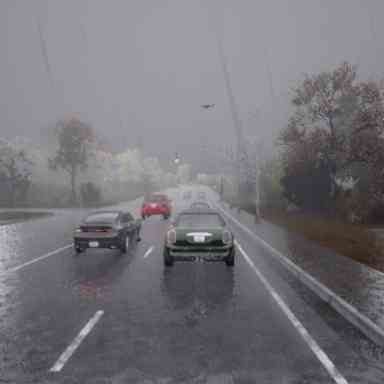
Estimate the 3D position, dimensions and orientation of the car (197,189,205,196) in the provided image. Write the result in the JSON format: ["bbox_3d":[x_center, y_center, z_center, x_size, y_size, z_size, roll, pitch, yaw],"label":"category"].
[{"bbox_3d":[2.496,0.115,92.220,2.097,1.767,4.553,0,3,2],"label":"car"}]

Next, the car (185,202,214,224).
[{"bbox_3d":[0.572,1.531,26.007,2.033,1.411,5.357,0,0,2],"label":"car"}]

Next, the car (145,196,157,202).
[{"bbox_3d":[-8.665,1.501,70.951,1.895,1.301,4.718,0,0,2],"label":"car"}]

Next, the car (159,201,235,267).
[{"bbox_3d":[0.243,1.345,11.578,2.097,1.767,4.553,0,0,1],"label":"car"}]

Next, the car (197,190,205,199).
[{"bbox_3d":[2.176,1.002,81.847,2.033,1.411,5.357,0,3,2],"label":"car"}]

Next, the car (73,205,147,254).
[{"bbox_3d":[-3.227,1.495,13.501,1.837,1.490,4.892,0,0,1],"label":"car"}]

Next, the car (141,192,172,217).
[{"bbox_3d":[-2.980,1.201,28.347,2.150,2.045,5.566,0,0,0],"label":"car"}]

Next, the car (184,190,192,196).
[{"bbox_3d":[-1.001,0.297,92.367,2.033,1.411,5.357,0,3,2],"label":"car"}]

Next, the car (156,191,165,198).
[{"bbox_3d":[-8.184,0.691,86.562,1.882,1.535,5.008,0,3,2],"label":"car"}]

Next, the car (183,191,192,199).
[{"bbox_3d":[-1.322,1.000,81.955,2.033,1.411,5.357,0,3,2],"label":"car"}]
